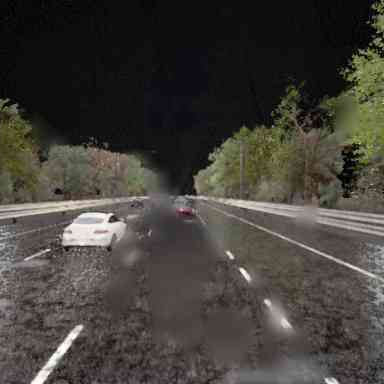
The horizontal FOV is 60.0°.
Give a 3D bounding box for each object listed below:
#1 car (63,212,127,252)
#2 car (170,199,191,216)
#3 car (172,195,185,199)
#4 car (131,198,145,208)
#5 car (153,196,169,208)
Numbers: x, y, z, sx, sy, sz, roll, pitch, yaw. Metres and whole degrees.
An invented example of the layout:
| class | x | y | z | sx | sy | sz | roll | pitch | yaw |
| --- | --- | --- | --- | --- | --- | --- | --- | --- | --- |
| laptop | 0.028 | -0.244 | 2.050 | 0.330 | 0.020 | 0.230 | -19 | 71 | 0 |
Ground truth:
| class | x | y | z | sx | sy | sz | roll | pitch | yaw |
| --- | --- | --- | --- | --- | --- | --- | --- | --- | --- |
| car | -3.919 | 1.569 | 13.947 | 1.812 | 1.442 | 4.674 | 0 | 0 | -2 |
| car | -1.150 | 1.745 | 35.576 | 1.994 | 1.385 | 4.181 | 0 | 0 | -2 |
| car | -1.792 | 1.649 | 54.400 | 2.097 | 1.767 | 4.553 | 0 | 0 | -2 |
| car | -8.796 | 1.769 | 54.353 | 1.837 | 1.490 | 4.892 | 0 | 0 | -2 |
| car | -5.295 | 1.844 | 54.406 | 1.994 | 1.385 | 4.181 | 0 | 0 | -2 |
